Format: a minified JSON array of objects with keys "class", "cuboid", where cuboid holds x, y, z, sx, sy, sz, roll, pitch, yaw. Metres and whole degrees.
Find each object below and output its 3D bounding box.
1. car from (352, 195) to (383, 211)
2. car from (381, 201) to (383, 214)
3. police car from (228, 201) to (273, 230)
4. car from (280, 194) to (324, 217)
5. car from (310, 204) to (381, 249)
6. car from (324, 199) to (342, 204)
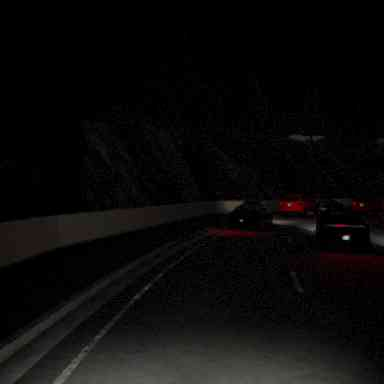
[{"class":"car","cuboid":[17.284,1.265,32.191,2.150,2.045,5.566,0,0,44]},{"class":"car","cuboid":[17.358,1.600,27.172,2.033,1.411,5.357,0,0,40]},{"class":"police car","cuboid":[3.882,1.412,21.228,1.930,1.638,5.238,0,0,25]},{"class":"car","cuboid":[10.289,1.229,31.582,2.150,2.045,5.566,0,0,38]},{"class":"car","cuboid":[6.567,1.504,14.792,2.128,1.511,4.902,0,0,19]},{"class":"car","cuboid":[15.228,1.529,37.001,4.892,1.490,1.837,0,0,-44]}]
